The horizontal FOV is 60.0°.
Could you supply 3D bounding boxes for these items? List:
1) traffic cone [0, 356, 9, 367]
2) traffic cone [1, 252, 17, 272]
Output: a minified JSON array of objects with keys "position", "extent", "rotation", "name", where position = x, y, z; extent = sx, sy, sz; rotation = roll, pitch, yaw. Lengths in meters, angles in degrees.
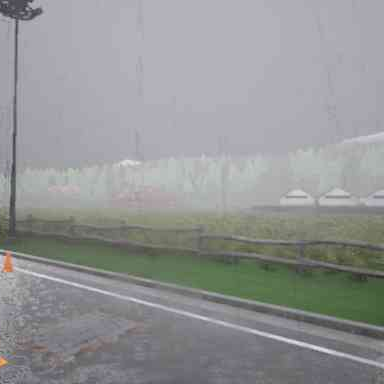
[{"position":[-2.740,2.054,4.527],"extent":[0.340,0.580,0.340],"rotation":[-1,-2,36],"name":"traffic cone"},{"position":[-5.779,2.180,10.506],"extent":[0.340,0.580,0.340],"rotation":[-1,-2,36],"name":"traffic cone"}]
